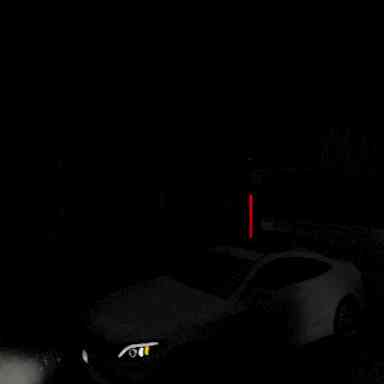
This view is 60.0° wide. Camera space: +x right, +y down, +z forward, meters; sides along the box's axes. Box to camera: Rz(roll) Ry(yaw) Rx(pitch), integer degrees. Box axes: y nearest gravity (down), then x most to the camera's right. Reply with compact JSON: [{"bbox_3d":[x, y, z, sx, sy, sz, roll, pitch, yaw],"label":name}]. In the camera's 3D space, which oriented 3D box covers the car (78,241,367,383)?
[{"bbox_3d":[0.761,1.525,4.961,4.674,1.442,1.812,0,0,-34],"label":"car"}]
